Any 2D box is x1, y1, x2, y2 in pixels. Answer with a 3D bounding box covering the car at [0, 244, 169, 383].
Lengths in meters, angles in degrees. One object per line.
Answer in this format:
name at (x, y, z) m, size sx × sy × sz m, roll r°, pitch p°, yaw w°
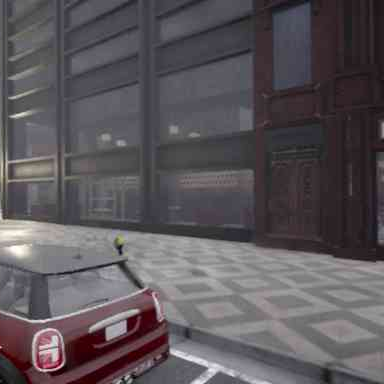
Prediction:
car at (-2.354, 1.439, 4.539) m, size 4.097 × 1.590 × 1.967 m, roll 0°, pitch -1°, yaw 36°
